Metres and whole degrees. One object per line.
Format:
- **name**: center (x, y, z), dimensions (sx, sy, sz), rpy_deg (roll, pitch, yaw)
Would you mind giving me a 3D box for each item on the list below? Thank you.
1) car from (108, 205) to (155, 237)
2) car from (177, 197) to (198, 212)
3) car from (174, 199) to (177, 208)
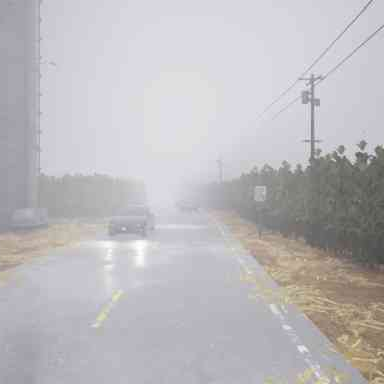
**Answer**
- **car**: center (-3.183, 1.506, 18.187), dimensions (1.837, 1.490, 4.892), rpy_deg (0, 0, 1)
- **car**: center (-0.440, 1.568, 39.514), dimensions (1.994, 1.385, 4.181), rpy_deg (0, 0, -5)
- **car**: center (-1.565, 1.510, 49.481), dimensions (1.837, 1.490, 4.892), rpy_deg (0, 0, -8)
